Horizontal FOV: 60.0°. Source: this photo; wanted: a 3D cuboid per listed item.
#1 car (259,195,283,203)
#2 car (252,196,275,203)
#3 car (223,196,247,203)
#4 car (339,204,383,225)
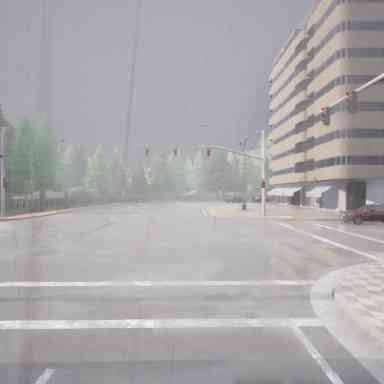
[{"bbox_3d":[17.537,1.525,73.805,4.902,1.511,2.128,0,0,-23],"label":"car"},{"bbox_3d":[14.187,1.525,67.903,4.674,1.442,1.812,0,0,-34],"label":"car"},{"bbox_3d":[8.874,1.547,68.199,5.357,1.411,2.033,0,0,-38],"label":"car"},{"bbox_3d":[13.161,1.581,24.155,4.674,1.442,1.812,0,0,-1],"label":"car"}]
